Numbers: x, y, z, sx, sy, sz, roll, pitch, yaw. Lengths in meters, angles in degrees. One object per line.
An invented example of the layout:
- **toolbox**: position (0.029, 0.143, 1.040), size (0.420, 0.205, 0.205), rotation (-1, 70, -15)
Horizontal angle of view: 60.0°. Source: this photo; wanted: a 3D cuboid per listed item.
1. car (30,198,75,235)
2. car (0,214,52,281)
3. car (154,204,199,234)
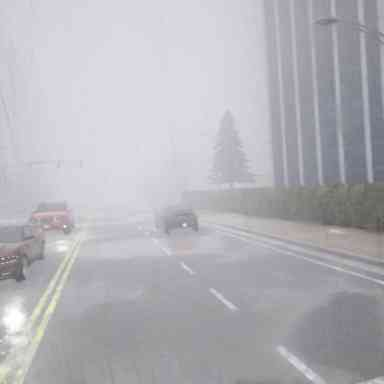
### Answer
- **car**: position (-8.903, 1.612, 21.433), size (2.150, 2.045, 5.566), rotation (-4, 1, -15)
- **car**: position (-6.003, 1.774, 10.660), size (1.882, 1.535, 5.008), rotation (-4, 0, -15)
- **car**: position (-0.997, 1.489, 19.211), size (1.837, 1.490, 4.892), rotation (-3, -1, -15)
